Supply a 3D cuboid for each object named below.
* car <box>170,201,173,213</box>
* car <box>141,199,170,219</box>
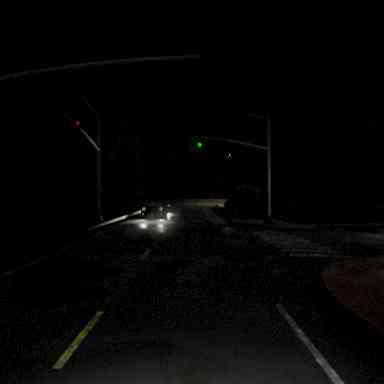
[{"bbox_3d":[-3.563,1.649,41.955,2.097,1.767,4.553,0,0,0],"label":"car"},{"bbox_3d":[-3.590,1.580,32.192,2.097,1.767,4.553,0,0,0],"label":"car"}]
